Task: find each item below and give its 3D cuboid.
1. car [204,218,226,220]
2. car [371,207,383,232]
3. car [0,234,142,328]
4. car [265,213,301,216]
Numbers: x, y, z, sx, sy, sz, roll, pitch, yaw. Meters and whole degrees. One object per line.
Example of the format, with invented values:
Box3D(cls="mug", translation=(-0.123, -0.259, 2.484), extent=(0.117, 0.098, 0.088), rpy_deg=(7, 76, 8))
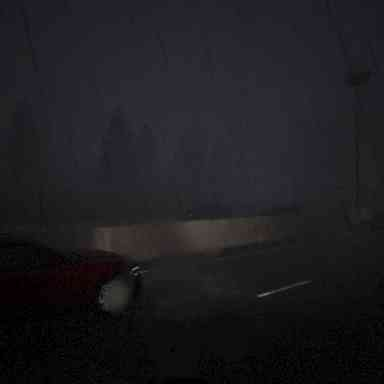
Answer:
Box3D(cls="car", translation=(1.564, 1.701, 29.080), extent=(1.837, 1.490, 4.892), rpy_deg=(0, 0, 42))
Box3D(cls="car", translation=(12.565, 1.619, 20.508), extent=(1.882, 1.535, 5.008), rpy_deg=(0, 0, 42))
Box3D(cls="car", translation=(-3.301, 1.492, 5.853), extent=(5.008, 1.535, 1.882), rpy_deg=(0, 0, -36))
Box3D(cls="car", translation=(6.759, 1.671, 24.390), extent=(1.837, 1.490, 4.892), rpy_deg=(0, 0, 42))
